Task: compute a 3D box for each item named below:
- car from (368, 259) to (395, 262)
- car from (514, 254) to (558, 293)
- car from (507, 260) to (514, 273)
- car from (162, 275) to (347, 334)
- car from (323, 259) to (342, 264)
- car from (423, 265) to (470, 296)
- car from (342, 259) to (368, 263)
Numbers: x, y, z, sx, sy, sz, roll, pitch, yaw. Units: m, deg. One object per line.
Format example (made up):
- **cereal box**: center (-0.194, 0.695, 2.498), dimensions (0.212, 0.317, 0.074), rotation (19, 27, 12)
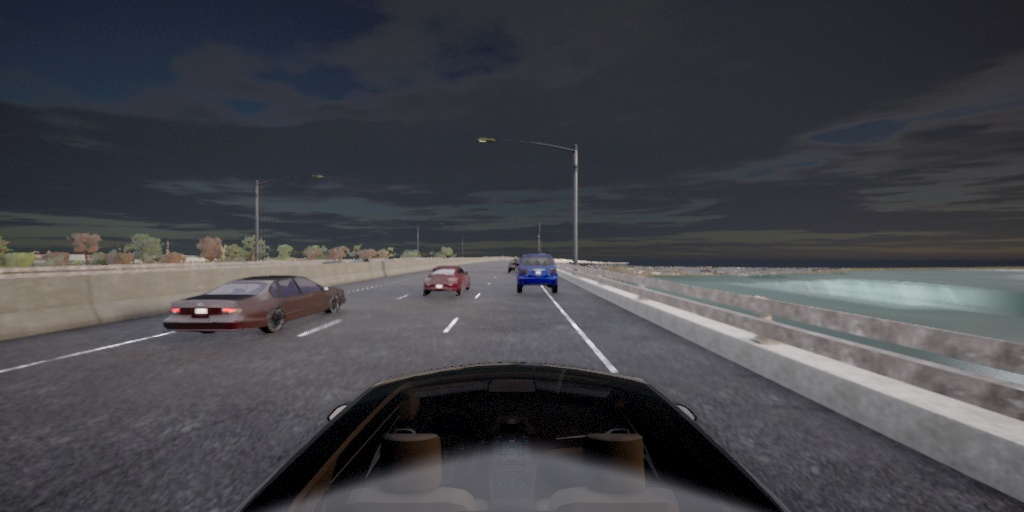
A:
- **car**: center (-16.913, 1.142, 48.470), dimensions (2.033, 1.411, 5.357), rotation (0, 0, 2)
- **car**: center (1.333, 0.905, 20.431), dimensions (2.150, 2.045, 5.566), rotation (0, 0, 1)
- **car**: center (0.496, 1.124, 41.122), dimensions (1.837, 1.490, 4.892), rotation (0, 0, 2)
- **car**: center (-6.874, 1.261, 10.453), dimensions (2.033, 1.411, 5.357), rotation (0, 0, 0)
- **car**: center (-23.910, 1.157, 48.447), dimensions (1.994, 1.385, 4.181), rotation (0, 0, 2)
- **car**: center (-3.303, 1.212, 18.682), dimensions (1.812, 1.442, 4.674), rotation (0, 0, 1)
- **car**: center (-20.420, 1.100, 48.159), dimensions (1.837, 1.490, 4.892), rotation (0, 0, 2)
